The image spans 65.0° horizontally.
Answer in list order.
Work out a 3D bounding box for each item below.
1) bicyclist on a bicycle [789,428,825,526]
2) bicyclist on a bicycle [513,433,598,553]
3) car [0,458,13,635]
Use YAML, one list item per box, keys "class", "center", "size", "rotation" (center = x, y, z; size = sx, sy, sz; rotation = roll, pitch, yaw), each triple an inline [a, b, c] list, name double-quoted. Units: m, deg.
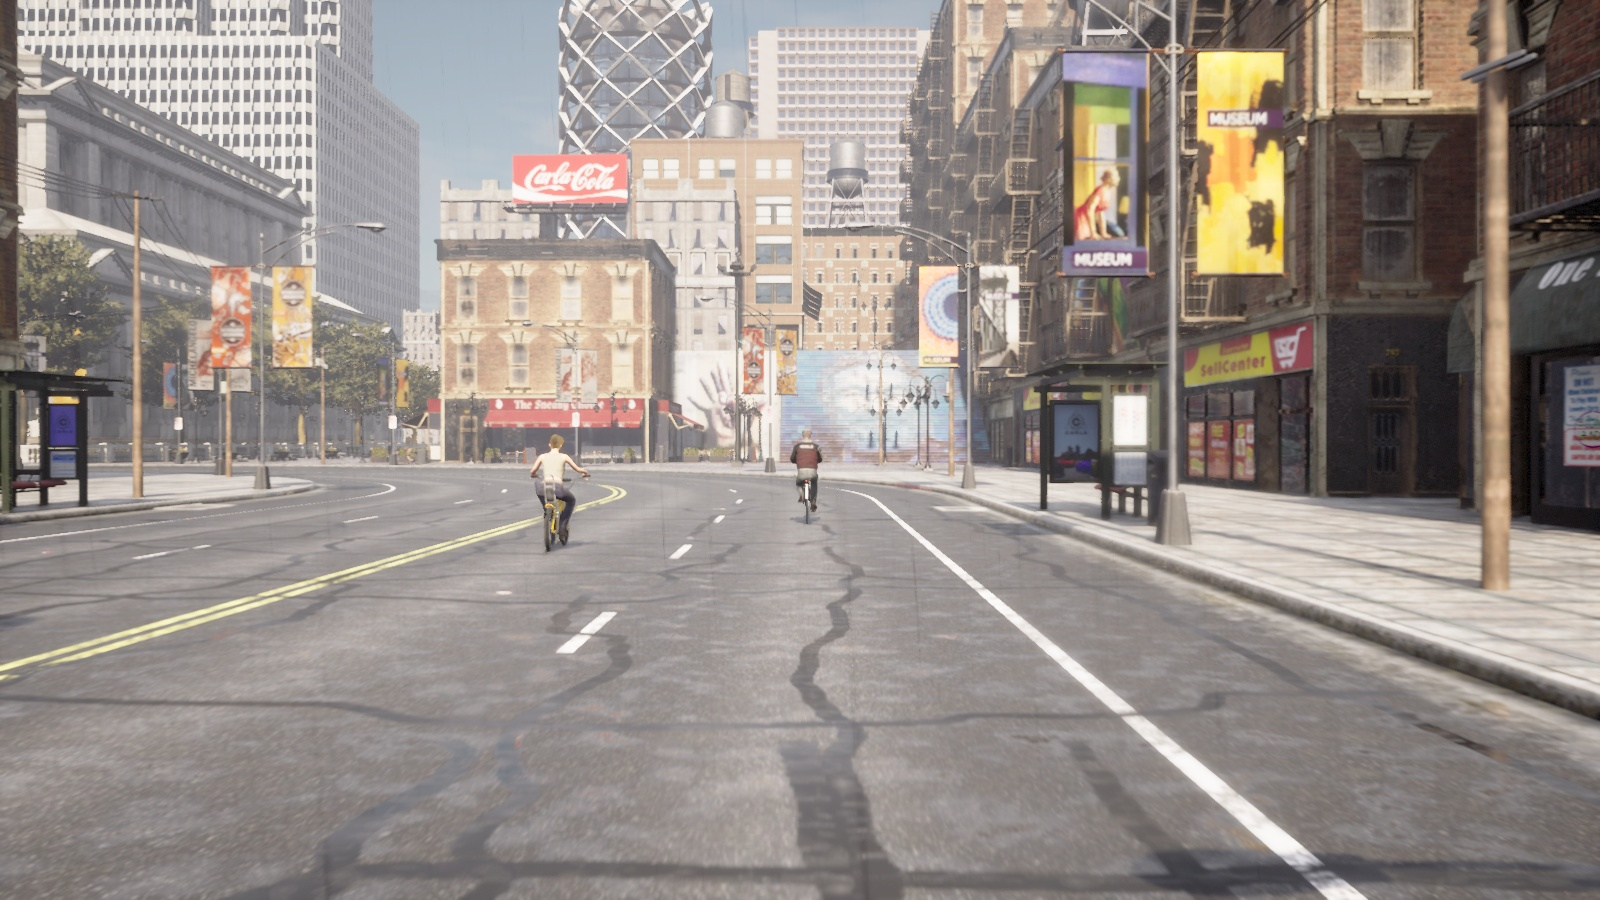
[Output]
- class: "bicyclist on a bicycle"
  center: [0.135, 0.485, 23.629]
  size: [0.659, 1.776, 1.843]
  rotation: [0, 1, 1]
- class: "bicyclist on a bicycle"
  center: [-3.421, 0.582, 17.689]
  size: [0.866, 1.612, 1.509]
  rotation: [0, 0, 1]
- class: "car"
  center: [-6.940, 0.747, 8.784]
  size: [1.481, 1.376, 2.207]
  rotation: [0, 0, 0]
